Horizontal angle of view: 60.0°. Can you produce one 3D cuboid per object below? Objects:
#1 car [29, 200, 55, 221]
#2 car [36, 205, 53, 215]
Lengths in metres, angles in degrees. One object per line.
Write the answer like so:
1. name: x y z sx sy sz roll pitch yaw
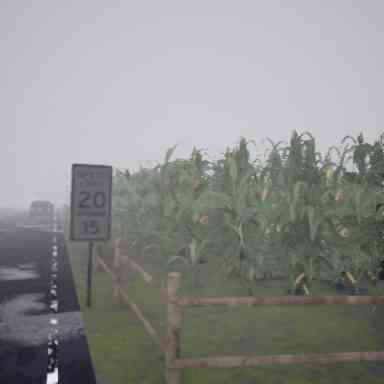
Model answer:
1. car: -15.864 1.916 35.131 2.150 2.045 5.566 2 -2 -21
2. car: -20.629 2.504 46.671 1.994 1.385 4.181 2 -2 -22
